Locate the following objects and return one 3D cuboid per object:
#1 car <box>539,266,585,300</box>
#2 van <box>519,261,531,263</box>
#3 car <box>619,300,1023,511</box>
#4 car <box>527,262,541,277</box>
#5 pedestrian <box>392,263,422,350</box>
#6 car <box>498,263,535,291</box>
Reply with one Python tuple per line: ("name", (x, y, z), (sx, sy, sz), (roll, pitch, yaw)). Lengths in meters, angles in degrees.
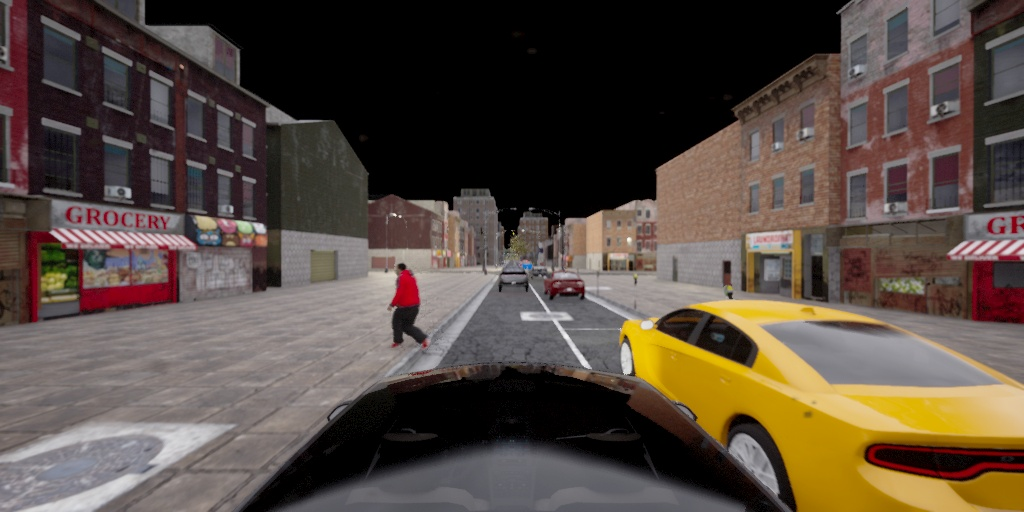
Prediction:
("car", (2.633, 1.422, 18.618), (1.888, 1.381, 4.507), (0, 0, 0))
("van", (2.619, 1.727, 62.446), (1.690, 1.789, 3.998), (0, 0, 0))
("car", (2.751, 1.245, 4.154), (1.882, 1.535, 5.008), (0, 0, 0))
("car", (2.628, 1.593, 35.493), (2.007, 1.370, 4.403), (0, 0, 0))
("pedestrian", (-2.084, 0.929, 7.149), (0.375, 1.860, 0.375), (-1, 0, 0))
("car", (0.096, 1.407, 23.238), (2.128, 1.511, 4.902), (0, -1, 0))
